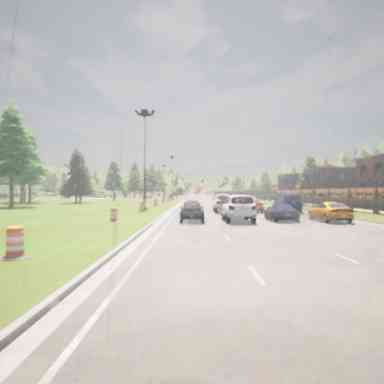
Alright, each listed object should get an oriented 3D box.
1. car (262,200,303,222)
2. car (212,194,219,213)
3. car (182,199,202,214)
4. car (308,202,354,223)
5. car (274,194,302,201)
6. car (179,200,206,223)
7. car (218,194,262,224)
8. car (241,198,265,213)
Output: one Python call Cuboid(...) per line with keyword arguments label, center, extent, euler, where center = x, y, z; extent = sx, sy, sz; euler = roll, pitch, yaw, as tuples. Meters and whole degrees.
Cuboid(label="car", center=(7.008, 1.589, 26.245), extent=(1.994, 1.385, 4.181), euler=(0, 0, 0))
Cuboid(label="car", center=(3.524, 1.261, 37.872), extent=(2.150, 2.045, 5.566), euler=(0, 0, 0))
Cuboid(label="car", center=(0.015, 1.584, 37.241), extent=(2.033, 1.411, 5.357), euler=(0, 0, 1))
Cuboid(label="car", center=(10.504, 1.501, 25.457), extent=(1.882, 1.535, 5.008), euler=(0, 0, 0))
Cuboid(label="car", center=(10.515, 1.259, 36.953), extent=(2.150, 2.045, 5.566), euler=(0, 0, 0))
Cuboid(label="car", center=(0.005, 1.517, 25.622), extent=(2.128, 1.511, 4.902), euler=(0, 0, 0))
Cuboid(label="car", center=(3.504, 1.246, 25.488), extent=(2.150, 2.045, 5.566), euler=(0, 0, 0))
Cuboid(label="car", center=(7.035, 1.514, 38.925), extent=(1.882, 1.535, 5.008), euler=(0, 0, 1))
